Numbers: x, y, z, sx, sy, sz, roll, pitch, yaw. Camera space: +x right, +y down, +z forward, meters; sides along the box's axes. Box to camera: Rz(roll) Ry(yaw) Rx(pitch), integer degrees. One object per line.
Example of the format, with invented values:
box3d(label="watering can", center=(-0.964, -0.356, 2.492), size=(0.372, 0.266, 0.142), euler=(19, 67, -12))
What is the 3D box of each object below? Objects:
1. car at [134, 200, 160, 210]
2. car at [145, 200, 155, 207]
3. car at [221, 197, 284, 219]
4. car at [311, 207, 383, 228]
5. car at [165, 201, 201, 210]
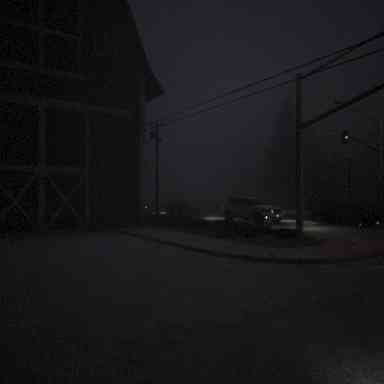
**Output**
box3d(label="car", center=(-6.790, 1.917, 49.519), size=(1.895, 1.301, 4.718), euler=(0, 0, -34))
box3d(label="car", center=(-6.361, 1.782, 42.546), size=(1.837, 1.490, 4.892), euler=(0, 0, -34))
box3d(label="car", center=(4.665, 1.398, 26.457), size=(2.150, 2.045, 5.566), euler=(0, 0, -34))
box3d(label="car", center=(10.996, 1.755, 23.766), size=(1.895, 1.301, 4.718), euler=(0, 0, -34))
box3d(label="car", center=(-0.975, 1.705, 34.684), size=(1.882, 1.535, 5.008), euler=(0, 0, -35))
